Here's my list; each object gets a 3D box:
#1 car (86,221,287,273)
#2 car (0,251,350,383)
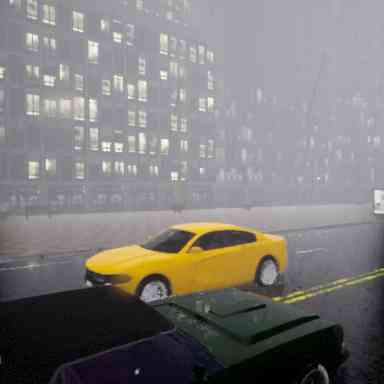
[{"bbox_3d":[0.088,1.481,7.741,5.008,1.535,1.882,0,0,-36],"label":"car"},{"bbox_3d":[-0.633,1.602,2.987,4.718,1.301,1.895,0,0,-36],"label":"car"}]
